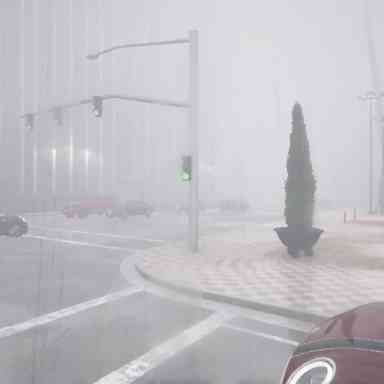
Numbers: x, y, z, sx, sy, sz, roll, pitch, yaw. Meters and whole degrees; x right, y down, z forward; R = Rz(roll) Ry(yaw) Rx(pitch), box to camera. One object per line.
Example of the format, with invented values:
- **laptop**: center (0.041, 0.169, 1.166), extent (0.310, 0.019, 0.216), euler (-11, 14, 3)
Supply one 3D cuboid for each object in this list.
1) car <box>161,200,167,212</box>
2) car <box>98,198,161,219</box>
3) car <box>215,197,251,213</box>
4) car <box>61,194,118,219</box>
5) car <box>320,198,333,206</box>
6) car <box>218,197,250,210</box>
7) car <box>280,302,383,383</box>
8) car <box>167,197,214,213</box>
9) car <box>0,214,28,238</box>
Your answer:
- **car**: center (-3.193, 1.564, 38.070), extent (1.994, 1.385, 4.181), euler (0, 0, 35)
- **car**: center (-5.303, 1.491, 28.933), extent (2.128, 1.511, 4.902), euler (0, 0, 35)
- **car**: center (4.844, 1.505, 37.019), extent (1.837, 1.490, 4.892), euler (0, 0, 35)
- **car**: center (-8.898, 1.221, 29.884), extent (2.150, 2.045, 5.566), euler (0, 0, 35)
- **car**: center (22.627, 1.601, 56.418), extent (1.895, 1.301, 4.718), euler (0, 0, 34)
- **car**: center (5.721, 1.491, 44.722), extent (2.128, 1.511, 4.902), euler (0, 0, 35)
- **car**: center (2.830, 1.352, 1.952), extent (4.553, 1.767, 2.097), euler (0, 0, 36)
- **car**: center (-0.092, 1.491, 36.405), extent (2.128, 1.511, 4.902), euler (0, 0, 35)
- **car**: center (-10.155, 1.352, 15.491), extent (2.097, 1.767, 4.553), euler (0, 0, 35)
